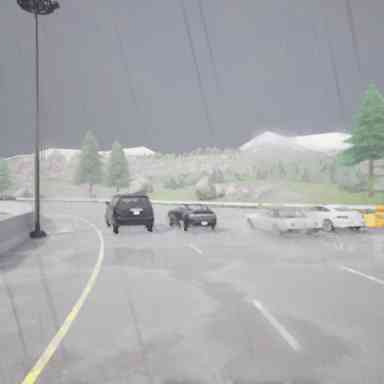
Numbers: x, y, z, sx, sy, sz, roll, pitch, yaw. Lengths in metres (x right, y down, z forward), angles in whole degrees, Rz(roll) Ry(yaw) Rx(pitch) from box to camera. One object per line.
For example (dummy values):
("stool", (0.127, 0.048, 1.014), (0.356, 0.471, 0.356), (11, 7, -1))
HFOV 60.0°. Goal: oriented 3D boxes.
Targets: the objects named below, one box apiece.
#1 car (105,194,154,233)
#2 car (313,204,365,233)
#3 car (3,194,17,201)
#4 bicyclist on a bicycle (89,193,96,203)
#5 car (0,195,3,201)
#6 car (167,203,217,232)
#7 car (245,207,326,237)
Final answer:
("car", (-3.740, 1.141, 19.441), (2.150, 2.045, 5.566), (0, 0, -20))
("car", (7.628, 1.397, 18.913), (1.812, 1.442, 4.674), (0, 0, -16))
("car", (-37.688, 1.173, 67.747), (4.181, 1.385, 1.994), (0, 0, 32))
("bicyclist on a bicycle", (-18.147, 1.087, 61.370), (0.582, 1.620, 1.656), (1, -20, 33))
("car", (-39.567, 1.171, 64.794), (4.674, 1.442, 1.812), (0, 0, 32))
("car", (-0.131, 1.394, 19.490), (2.128, 1.511, 4.902), (0, 0, -19))
("car", (4.487, 1.495, 17.286), (1.895, 1.301, 4.718), (0, 0, -16))
